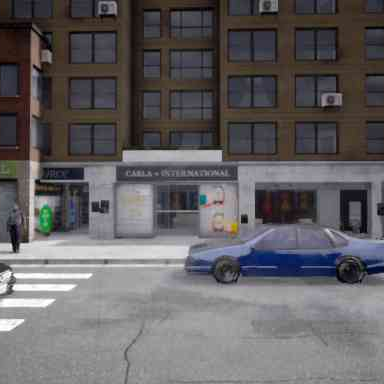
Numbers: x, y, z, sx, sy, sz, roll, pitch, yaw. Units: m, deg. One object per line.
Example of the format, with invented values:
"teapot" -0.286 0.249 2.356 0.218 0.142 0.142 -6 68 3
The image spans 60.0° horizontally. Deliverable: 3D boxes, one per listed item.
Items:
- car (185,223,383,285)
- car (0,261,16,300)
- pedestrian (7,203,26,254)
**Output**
"car" 2.505 1.557 8.887 5.357 1.411 2.033 -1 -1 2
"car" -5.820 1.555 6.208 4.674 1.442 1.812 -1 -1 2
"pedestrian" -6.416 1.294 12.096 0.375 1.860 0.375 0 -1 2
